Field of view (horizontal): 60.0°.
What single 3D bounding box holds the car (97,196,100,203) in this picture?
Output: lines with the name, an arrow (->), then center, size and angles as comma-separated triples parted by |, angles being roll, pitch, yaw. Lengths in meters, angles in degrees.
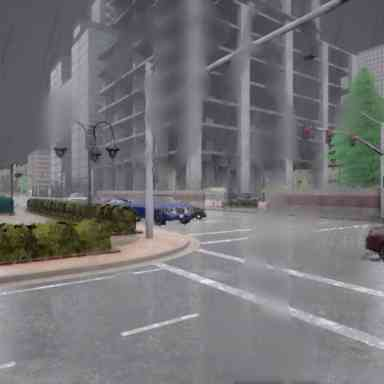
car -> -19.461, 1.436, 65.094 | 2.128, 1.511, 4.902 | 0, 0, -36

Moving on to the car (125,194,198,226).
car -> -2.284, 1.166, 23.242 | 2.150, 2.045, 5.566 | 0, 0, -36

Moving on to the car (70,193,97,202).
car -> -16.250, 1.165, 48.472 | 2.150, 2.045, 5.566 | 0, 0, -36

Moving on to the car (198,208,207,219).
car -> -1.053, 1.492, 27.503 | 2.033, 1.411, 5.357 | 0, 0, -36

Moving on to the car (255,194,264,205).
car -> 9.469, 1.113, 52.359 | 1.905, 1.878, 3.866 | 0, 0, -36

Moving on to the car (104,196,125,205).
car -> -7.941, 1.470, 37.007 | 1.812, 1.442, 4.674 | 0, 0, -36

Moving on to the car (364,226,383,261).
car -> 7.568, 1.508, 9.689 | 1.812, 1.442, 4.674 | 0, 0, -36

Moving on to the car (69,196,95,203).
car -> -13.142, 1.509, 38.195 | 1.994, 1.385, 4.181 | 0, 0, -36

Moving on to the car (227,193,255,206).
car -> 7.080, 1.114, 50.644 | 1.905, 1.878, 3.866 | 0, 0, -36
